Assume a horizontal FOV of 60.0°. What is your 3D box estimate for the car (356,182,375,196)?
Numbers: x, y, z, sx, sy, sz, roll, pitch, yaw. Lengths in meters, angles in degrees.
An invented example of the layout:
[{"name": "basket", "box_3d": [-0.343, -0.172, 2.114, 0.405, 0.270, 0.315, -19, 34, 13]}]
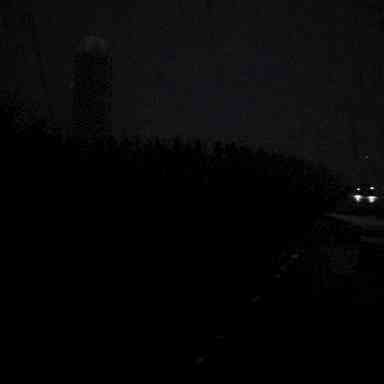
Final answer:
[{"name": "car", "box_3d": [23.473, -0.494, 44.948, 2.097, 1.767, 4.553, 4, 4, 28]}]
